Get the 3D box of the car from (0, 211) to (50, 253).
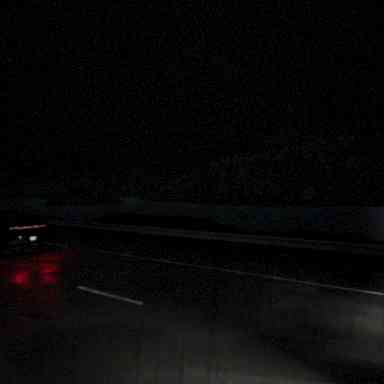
[{"bbox_3d":[-7.969,1.549,13.980,4.902,1.511,2.128,0,0,36],"label":"car"}]
